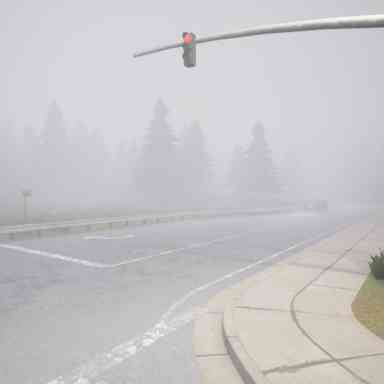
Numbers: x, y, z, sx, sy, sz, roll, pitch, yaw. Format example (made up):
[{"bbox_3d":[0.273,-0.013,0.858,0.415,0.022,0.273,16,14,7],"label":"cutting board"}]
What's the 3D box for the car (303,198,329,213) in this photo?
[{"bbox_3d":[13.831,1.473,36.895,2.128,1.511,4.902,0,0,36],"label":"car"}]
